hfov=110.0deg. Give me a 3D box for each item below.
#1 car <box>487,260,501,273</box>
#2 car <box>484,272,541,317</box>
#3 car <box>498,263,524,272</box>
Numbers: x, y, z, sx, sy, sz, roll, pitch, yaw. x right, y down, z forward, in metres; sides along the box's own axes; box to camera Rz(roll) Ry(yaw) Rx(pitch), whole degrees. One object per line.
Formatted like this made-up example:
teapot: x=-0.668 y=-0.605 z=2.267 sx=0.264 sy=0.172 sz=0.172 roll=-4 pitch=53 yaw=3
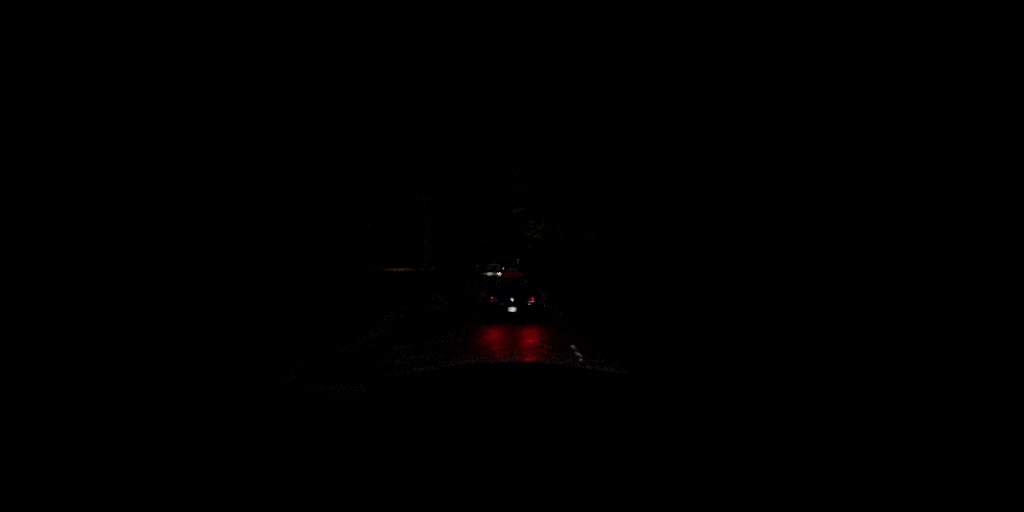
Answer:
car: x=-2.833 y=1.659 z=58.715 sx=2.150 sy=2.045 sz=5.566 roll=0 pitch=-1 yaw=0
car: x=0.035 y=1.447 z=13.733 sx=1.895 sy=1.301 sz=4.718 roll=0 pitch=0 yaw=1
car: x=0.037 y=1.549 z=30.082 sx=1.812 sy=1.442 sz=4.674 roll=0 pitch=0 yaw=0
